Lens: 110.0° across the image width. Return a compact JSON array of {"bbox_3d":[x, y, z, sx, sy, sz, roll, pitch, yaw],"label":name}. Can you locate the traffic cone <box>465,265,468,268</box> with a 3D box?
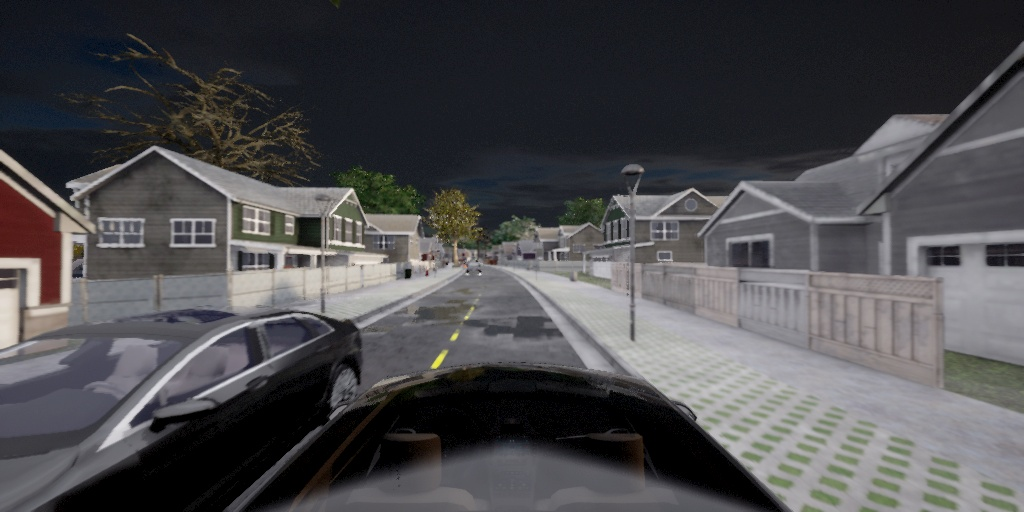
[{"bbox_3d":[-7.132,2.020,58.127,0.340,0.580,0.340,0,0,-7],"label":"traffic cone"}]

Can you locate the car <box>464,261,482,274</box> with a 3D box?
[{"bbox_3d":[-4.868,1.492,45.871,1.812,1.442,4.674,0,-1,-5],"label":"car"}]

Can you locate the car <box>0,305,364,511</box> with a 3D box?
[{"bbox_3d":[-2.879,1.246,2.860,2.128,1.511,4.902,0,0,0],"label":"car"}]
